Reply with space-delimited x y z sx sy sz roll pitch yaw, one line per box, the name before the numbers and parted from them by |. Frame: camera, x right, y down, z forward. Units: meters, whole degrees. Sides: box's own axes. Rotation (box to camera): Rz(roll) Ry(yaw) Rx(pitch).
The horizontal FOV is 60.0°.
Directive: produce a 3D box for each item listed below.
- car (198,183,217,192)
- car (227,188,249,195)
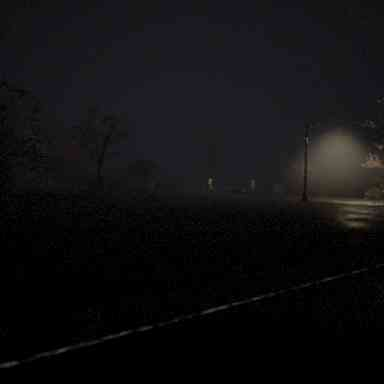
car | 3.398 -0.941 75.117 2.150 2.045 5.566 0 2 -36
car | 9.250 -0.143 67.023 1.895 1.301 4.718 0 2 -36
